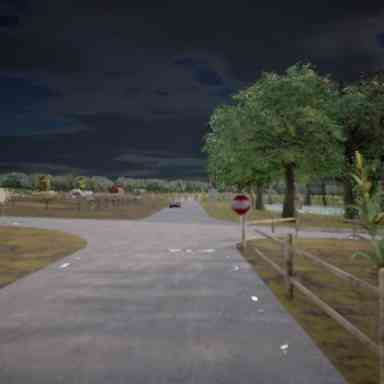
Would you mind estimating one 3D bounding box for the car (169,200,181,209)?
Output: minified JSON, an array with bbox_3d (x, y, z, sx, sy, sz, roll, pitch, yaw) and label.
[{"bbox_3d":[-2.756,2.072,55.614,2.033,1.411,5.357,0,0,0],"label":"car"}]
